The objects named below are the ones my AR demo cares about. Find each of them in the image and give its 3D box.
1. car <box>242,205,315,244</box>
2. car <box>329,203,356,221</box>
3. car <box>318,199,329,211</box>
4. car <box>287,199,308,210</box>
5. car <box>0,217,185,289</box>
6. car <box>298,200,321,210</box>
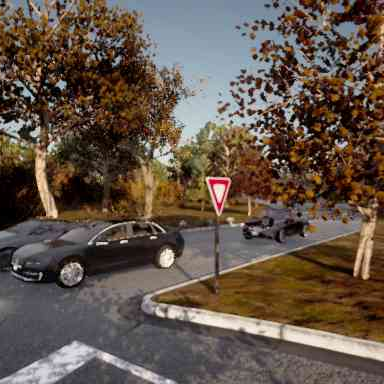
[{"bbox_3d":[4.312,1.595,16.692,2.128,1.511,4.902,0,-1,39],"label":"car"},{"bbox_3d":[14.247,1.859,31.458,1.837,1.490,4.892,1,-1,23],"label":"car"},{"bbox_3d":[18.632,1.775,48.477,2.097,1.767,4.553,0,0,4],"label":"car"},{"bbox_3d":[15.386,1.770,48.648,1.994,1.385,4.181,0,0,4],"label":"car"},{"bbox_3d":[-2.358,1.518,9.411,4.892,1.490,1.837,0,0,-44],"label":"car"},{"bbox_3d":[11.180,1.854,32.487,1.837,1.490,4.892,1,-1,24],"label":"car"}]
